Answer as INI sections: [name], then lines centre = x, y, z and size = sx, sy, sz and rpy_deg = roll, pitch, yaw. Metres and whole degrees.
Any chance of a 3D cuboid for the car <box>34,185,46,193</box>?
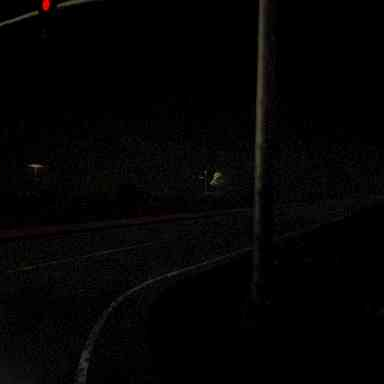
[car]
centre = -35.560, -0.622, 78.077
size = 1.905, 1.878, 3.866
rpy_deg = 7, 1, -12
